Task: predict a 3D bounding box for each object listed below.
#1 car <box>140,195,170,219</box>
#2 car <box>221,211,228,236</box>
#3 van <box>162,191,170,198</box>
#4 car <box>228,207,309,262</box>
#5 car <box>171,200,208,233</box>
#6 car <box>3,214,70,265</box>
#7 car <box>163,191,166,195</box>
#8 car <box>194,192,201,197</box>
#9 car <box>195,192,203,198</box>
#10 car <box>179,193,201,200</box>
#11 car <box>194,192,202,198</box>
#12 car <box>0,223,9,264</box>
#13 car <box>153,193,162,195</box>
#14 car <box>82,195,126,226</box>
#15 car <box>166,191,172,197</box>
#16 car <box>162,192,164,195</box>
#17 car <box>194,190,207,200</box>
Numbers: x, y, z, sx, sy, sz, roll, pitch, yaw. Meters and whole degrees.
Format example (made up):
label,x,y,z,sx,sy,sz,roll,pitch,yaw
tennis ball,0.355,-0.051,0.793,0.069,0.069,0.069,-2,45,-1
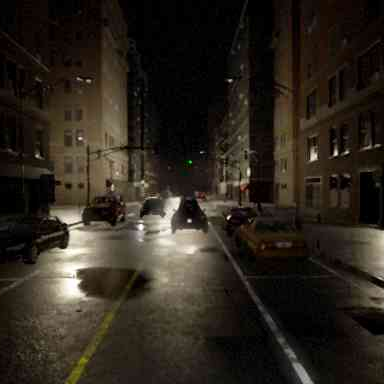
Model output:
label,x,y,z,sx,sy,sz,roll,pitch,yaw
car,-3.073,1.263,26.881,1.812,1.442,4.674,0,1,-1
car,2.439,1.407,16.722,1.802,1.307,4.206,0,1,-1
van,-6.375,0.591,81.223,1.690,1.788,3.998,0,1,-1
car,2.503,1.400,11.480,1.752,1.417,4.829,0,1,-1
car,-0.143,1.389,18.507,1.994,1.385,4.181,0,1,0
car,-5.519,1.479,11.222,2.008,1.369,4.403,0,1,-1
car,-6.105,0.994,59.242,1.752,1.417,4.829,0,1,-1
car,1.516,0.614,92.394,1.752,1.417,4.829,0,1,-1
car,1.651,0.744,81.317,1.887,1.381,4.507,0,1,-1
car,-0.341,1.146,35.943,1.882,1.535,5.008,0,1,-1
car,1.584,0.695,86.771,2.008,1.369,4.403,0,1,-1
car,-5.453,1.530,5.809,2.008,1.369,4.403,0,1,-1
car,-5.974,1.124,48.506,2.008,1.369,4.403,0,1,-1
car,-5.653,1.140,22.043,2.192,1.841,5.009,0,1,-1
car,-6.307,0.870,75.773,1.947,1.339,4.313,0,1,-1
car,-6.041,1.065,53.960,1.887,1.381,4.507,0,1,-1
car,1.850,0.802,64.955,1.967,1.590,4.097,0,1,-1
